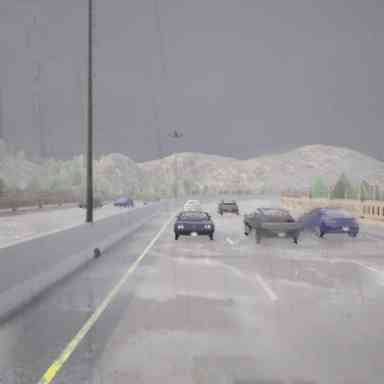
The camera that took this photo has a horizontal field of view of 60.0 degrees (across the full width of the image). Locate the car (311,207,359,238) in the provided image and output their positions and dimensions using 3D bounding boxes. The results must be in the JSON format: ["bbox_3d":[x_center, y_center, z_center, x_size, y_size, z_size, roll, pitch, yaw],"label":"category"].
[{"bbox_3d":[7.095,1.527,17.659,1.812,1.442,4.674,0,0,0],"label":"car"}]

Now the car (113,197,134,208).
[{"bbox_3d":[-9.911,1.480,48.496,1.882,1.535,5.008,0,0,6],"label":"car"}]

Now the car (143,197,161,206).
[{"bbox_3d":[-6.091,1.495,50.992,2.128,1.511,4.902,0,0,8],"label":"car"}]

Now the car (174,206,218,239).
[{"bbox_3d":[0.095,1.602,17.184,1.895,1.301,4.718,0,0,0],"label":"car"}]

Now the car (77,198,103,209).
[{"bbox_3d":[-13.731,1.549,45.367,2.033,1.411,5.357,0,0,4],"label":"car"}]

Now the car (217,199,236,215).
[{"bbox_3d":[3.599,1.494,33.787,2.128,1.511,4.902,0,0,0],"label":"car"}]

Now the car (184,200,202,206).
[{"bbox_3d":[0.093,1.528,35.014,1.812,1.442,4.674,0,0,0],"label":"car"}]

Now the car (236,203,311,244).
[{"bbox_3d":[3.595,1.493,15.758,2.128,1.511,4.902,0,0,0],"label":"car"}]
